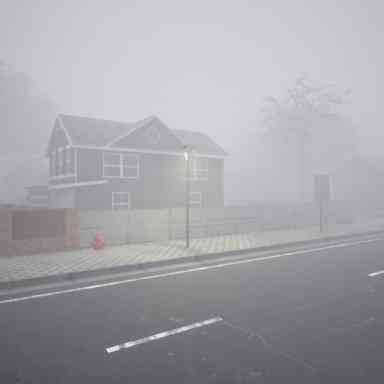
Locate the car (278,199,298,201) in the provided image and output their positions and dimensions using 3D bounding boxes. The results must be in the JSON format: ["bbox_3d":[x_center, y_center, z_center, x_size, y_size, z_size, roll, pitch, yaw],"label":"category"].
[{"bbox_3d":[11.000,1.529,36.992,2.128,1.511,4.902,0,0,-35],"label":"car"}]
